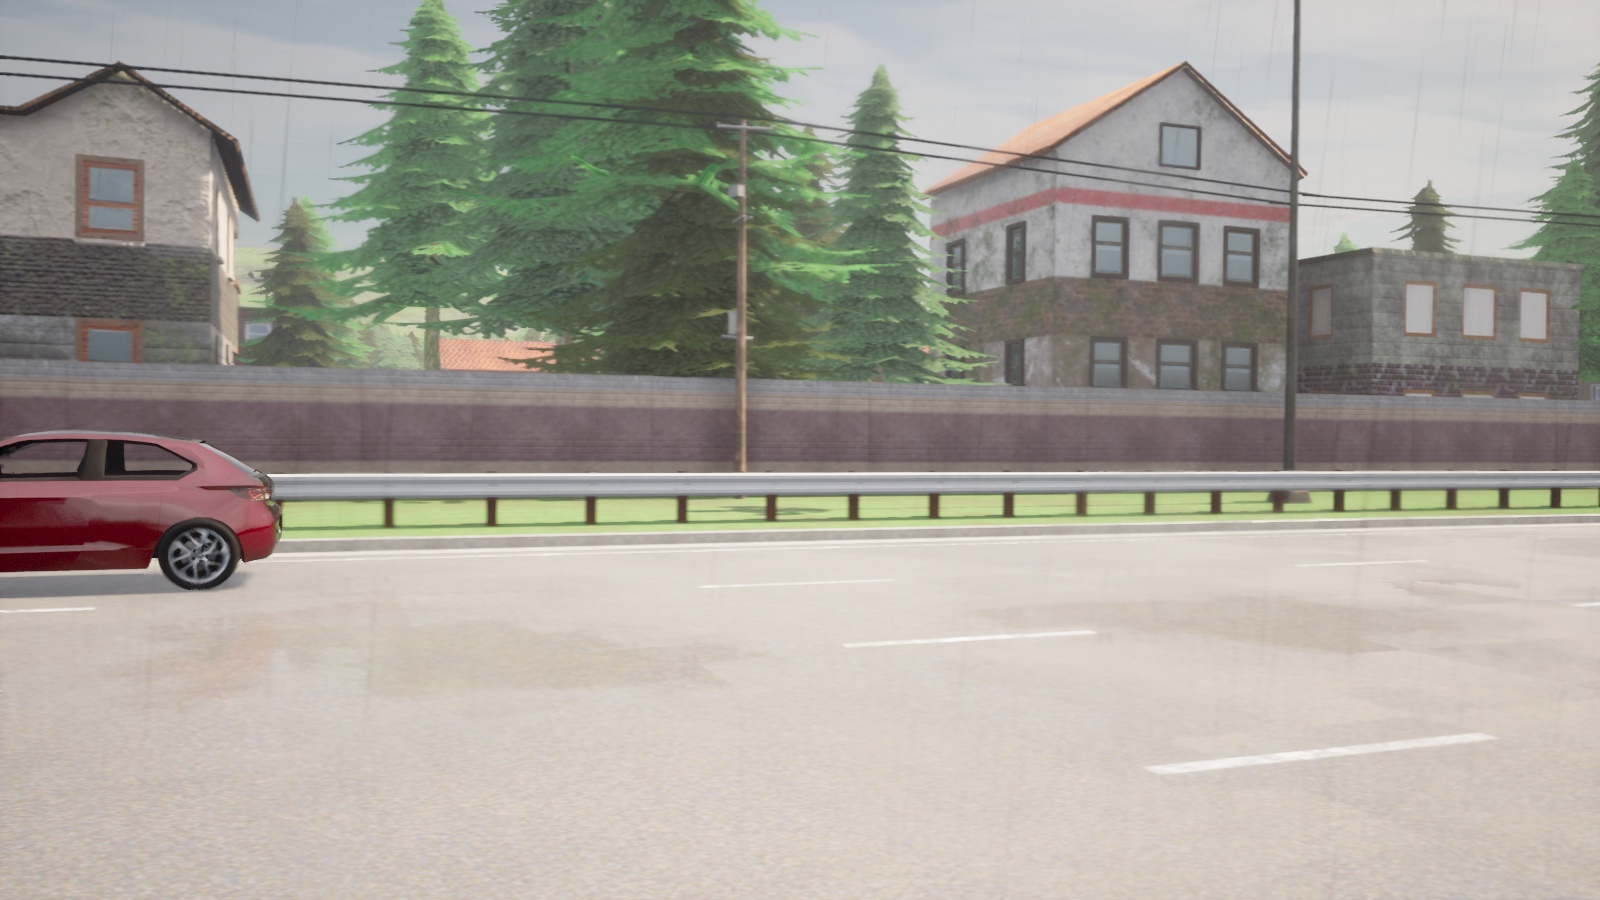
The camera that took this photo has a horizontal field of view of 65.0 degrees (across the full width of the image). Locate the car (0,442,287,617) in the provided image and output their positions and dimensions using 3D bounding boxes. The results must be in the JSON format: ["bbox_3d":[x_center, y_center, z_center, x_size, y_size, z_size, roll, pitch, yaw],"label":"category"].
[{"bbox_3d":[-7.114,0.697,11.769,4.193,1.474,1.816,-1,1,-21],"label":"car"}]
